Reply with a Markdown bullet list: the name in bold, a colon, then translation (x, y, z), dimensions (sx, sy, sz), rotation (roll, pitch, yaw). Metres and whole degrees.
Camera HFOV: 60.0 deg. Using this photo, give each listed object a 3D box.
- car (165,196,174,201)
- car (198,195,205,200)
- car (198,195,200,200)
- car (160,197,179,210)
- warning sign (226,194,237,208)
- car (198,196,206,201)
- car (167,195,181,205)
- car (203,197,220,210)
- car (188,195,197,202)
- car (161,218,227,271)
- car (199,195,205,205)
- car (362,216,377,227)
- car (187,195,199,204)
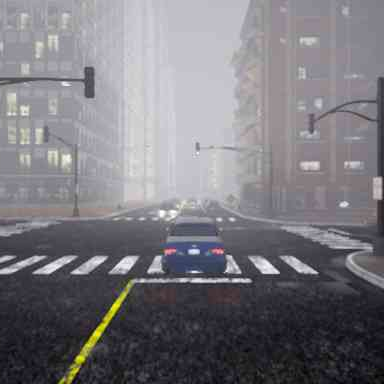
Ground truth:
- **car**: translation (-5.686, 1.635, 84.279), dimensions (2.008, 1.369, 4.403), rotation (0, 0, 0)
- **car**: translation (2.695, 1.543, 95.577), dimensions (1.967, 1.590, 4.097), rotation (0, 0, 0)
- **car**: translation (2.694, 1.605, 61.685), dimensions (2.008, 1.369, 4.403), rotation (0, 0, 0)
- **car**: translation (-3.092, 1.634, 43.602), dimensions (1.895, 1.301, 4.718), rotation (0, 0, 0)
- **warning sign**: translation (5.067, 1.148, 43.235), dimensions (1.300, 1.860, 1.060), rotation (0, 0, 0)
- **car**: translation (2.695, 1.675, 89.928), dimensions (1.802, 1.307, 4.206), rotation (0, 0, 0)
- **car**: translation (-3.037, 1.616, 60.454), dimensions (1.994, 1.385, 4.181), rotation (0, 0, 1)
- **car**: translation (2.743, 1.614, 43.119), dimensions (1.802, 1.307, 4.206), rotation (0, 0, 0)
- **car**: translation (0.004, 1.457, 75.721), dimensions (1.994, 1.385, 4.181), rotation (0, 0, 0)
- **car**: translation (0.069, 1.554, 10.879), dimensions (2.033, 1.411, 5.357), rotation (0, 0, 0)
- **car**: translation (2.693, 1.598, 56.037), dimensions (2.008, 1.369, 4.403), rotation (0, 0, 0)
- **car**: translation (14.643, 1.847, 23.435), dimensions (4.829, 1.417, 1.752), rotation (1, -1, 0)
- **car**: translation (0.004, 1.622, 65.685), dimensions (1.994, 1.385, 4.181), rotation (0, 0, 0)
